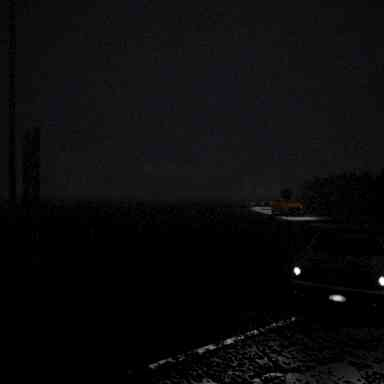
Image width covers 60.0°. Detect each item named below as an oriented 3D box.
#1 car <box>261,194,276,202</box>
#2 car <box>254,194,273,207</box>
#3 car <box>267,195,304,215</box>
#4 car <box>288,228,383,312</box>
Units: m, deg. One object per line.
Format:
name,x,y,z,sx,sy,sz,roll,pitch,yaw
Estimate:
car,15.078,1.126,65.290,2.128,1.511,4.902,0,0,24
car,9.551,1.227,45.318,2.128,1.511,4.902,0,0,9
car,8.885,1.309,31.272,1.882,1.535,5.008,0,1,-1
car,3.709,1.606,7.944,1.895,1.301,4.718,0,0,30
